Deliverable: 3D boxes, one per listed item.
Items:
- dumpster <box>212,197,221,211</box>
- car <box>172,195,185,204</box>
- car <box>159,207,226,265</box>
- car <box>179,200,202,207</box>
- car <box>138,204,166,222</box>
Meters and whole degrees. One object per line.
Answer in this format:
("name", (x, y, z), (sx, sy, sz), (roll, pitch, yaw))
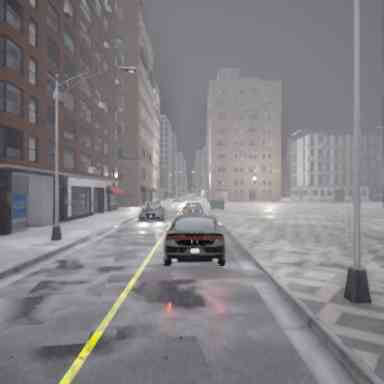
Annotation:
("dumpster", (3.134, 1.519, 42.077), (1.020, 1.700, 1.940), (0, 0, 0))
("car", (-3.004, 1.598, 67.335), (1.895, 1.301, 4.718), (0, 0, 0))
("car", (0.090, 1.513, 11.855), (1.882, 1.535, 5.008), (0, 0, 0))
("car", (0.098, 1.635, 29.813), (2.033, 1.411, 5.357), (0, 0, 0))
("car", (-3.101, 1.643, 26.883), (1.994, 1.385, 4.181), (0, 0, 0))
